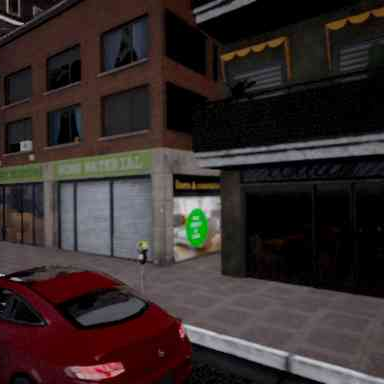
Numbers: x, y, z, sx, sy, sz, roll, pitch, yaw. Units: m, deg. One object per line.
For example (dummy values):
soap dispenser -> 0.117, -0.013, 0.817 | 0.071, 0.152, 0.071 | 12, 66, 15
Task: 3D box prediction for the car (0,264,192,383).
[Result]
car -> -1.945, 1.625, 4.273 | 4.206, 1.307, 1.802 | -1, -1, 36
